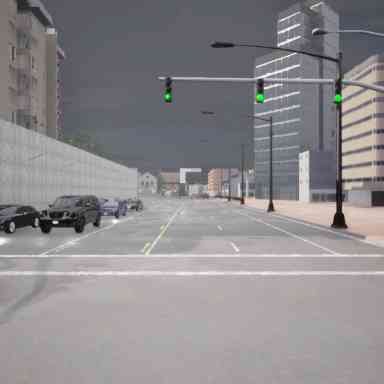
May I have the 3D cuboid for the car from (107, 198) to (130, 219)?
[{"bbox_3d":[-7.117,1.526,29.708,1.812,1.442,4.674,0,0,0],"label":"car"}]

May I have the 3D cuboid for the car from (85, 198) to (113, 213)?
[{"bbox_3d":[-10.618,1.505,38.321,1.837,1.490,4.892,0,0,0],"label":"car"}]

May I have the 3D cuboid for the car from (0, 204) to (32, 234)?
[{"bbox_3d":[-10.612,1.505,19.435,1.837,1.490,4.892,0,0,0],"label":"car"}]

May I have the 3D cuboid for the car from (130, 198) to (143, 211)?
[{"bbox_3d":[-7.116,1.491,40.051,2.128,1.511,4.902,0,0,0],"label":"car"}]

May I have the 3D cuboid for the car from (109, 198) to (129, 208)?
[{"bbox_3d":[-10.586,1.601,48.381,1.895,1.301,4.718,0,0,0],"label":"car"}]

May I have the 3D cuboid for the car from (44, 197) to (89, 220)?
[{"bbox_3d":[-10.618,1.352,28.503,2.097,1.767,4.553,0,0,0],"label":"car"}]

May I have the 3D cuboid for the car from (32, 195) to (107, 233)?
[{"bbox_3d":[-7.109,1.221,20.068,2.150,2.045,5.566,0,0,0],"label":"car"}]
